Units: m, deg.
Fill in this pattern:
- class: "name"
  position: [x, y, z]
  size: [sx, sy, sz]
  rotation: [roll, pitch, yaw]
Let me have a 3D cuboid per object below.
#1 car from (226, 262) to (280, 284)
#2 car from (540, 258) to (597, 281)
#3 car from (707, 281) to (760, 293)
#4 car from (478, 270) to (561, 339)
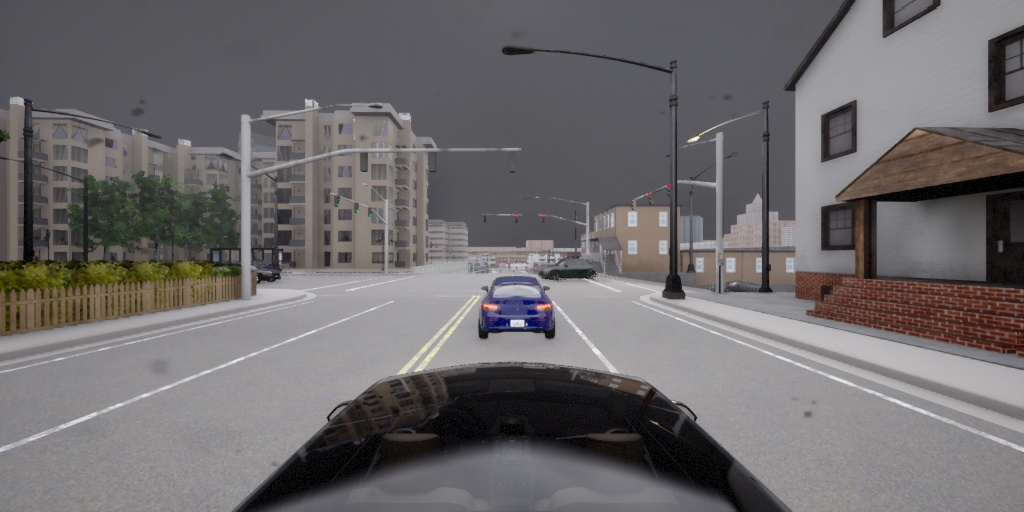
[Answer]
- class: "car"
  position: [-19.815, 1.255, 26.487]
  size: [4.892, 1.490, 1.837]
  rotation: [0, 0, 1]
- class: "car"
  position: [4.344, 1.045, 28.630]
  size: [4.553, 1.767, 2.097]
  rotation: [0, 1, -16]
- class: "car"
  position: [18.741, 2.757, 29.643]
  size: [4.674, 1.442, 1.812]
  rotation: [8, 0, 0]
- class: "car"
  position: [0.110, 1.276, 9.991]
  size: [1.812, 1.442, 4.674]
  rotation: [0, 0, 0]
